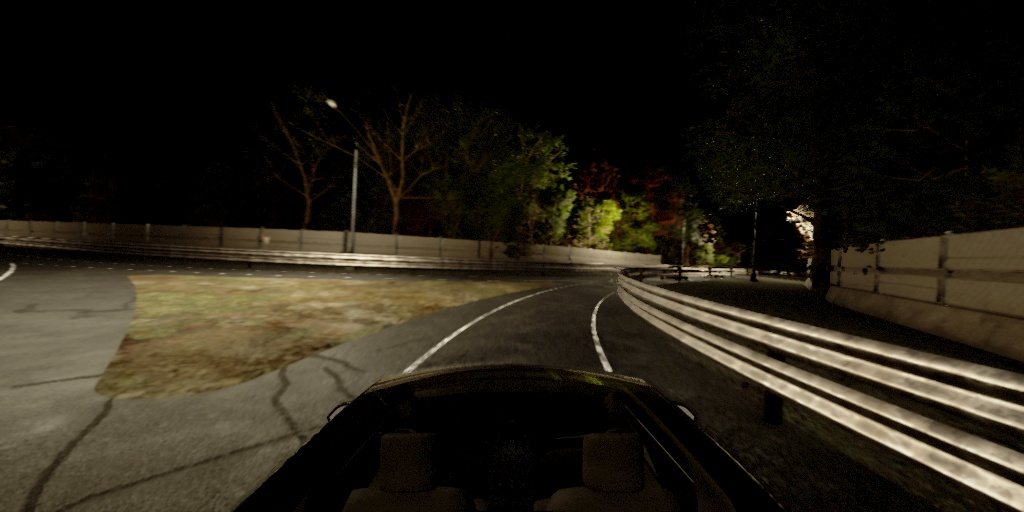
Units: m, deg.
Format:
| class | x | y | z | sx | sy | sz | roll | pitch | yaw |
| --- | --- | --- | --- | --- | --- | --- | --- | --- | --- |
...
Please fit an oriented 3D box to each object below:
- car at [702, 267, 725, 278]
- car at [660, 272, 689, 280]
| class | x | y | z | sx | sy | sz | roll | pitch | yaw |
| --- | --- | --- | --- | --- | --- | --- | --- | --- | --- |
| car | 28.024 | 2.269 | 49.845 | 2.033 | 1.411 | 5.357 | 3 | 1 | 44 |
| car | 17.811 | 1.878 | 39.228 | 1.994 | 1.385 | 4.181 | 3 | 1 | 44 |
